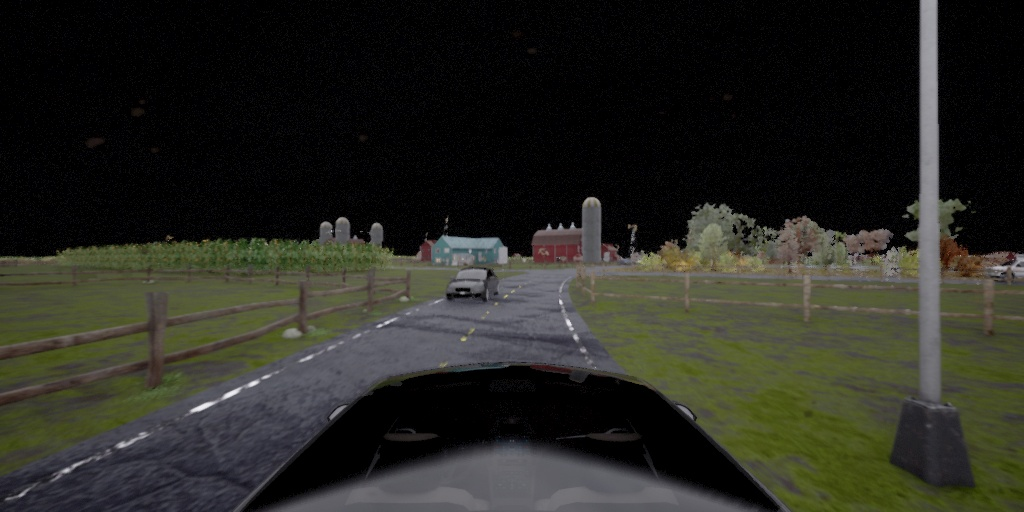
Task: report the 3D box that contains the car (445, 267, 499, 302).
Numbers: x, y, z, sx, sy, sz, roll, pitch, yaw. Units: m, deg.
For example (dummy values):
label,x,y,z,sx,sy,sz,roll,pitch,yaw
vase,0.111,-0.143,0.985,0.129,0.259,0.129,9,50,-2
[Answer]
label,x,y,z,sx,sy,sz,roll,pitch,yaw
car,-1.792,1.317,17.530,1.837,1.490,4.892,0,0,7

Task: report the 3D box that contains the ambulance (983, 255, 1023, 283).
label,x,y,z,sx,sy,sz,roll,pitch,yaw
ambulance,45.791,1.091,30.862,6.366,2.431,2.351,0,0,31
